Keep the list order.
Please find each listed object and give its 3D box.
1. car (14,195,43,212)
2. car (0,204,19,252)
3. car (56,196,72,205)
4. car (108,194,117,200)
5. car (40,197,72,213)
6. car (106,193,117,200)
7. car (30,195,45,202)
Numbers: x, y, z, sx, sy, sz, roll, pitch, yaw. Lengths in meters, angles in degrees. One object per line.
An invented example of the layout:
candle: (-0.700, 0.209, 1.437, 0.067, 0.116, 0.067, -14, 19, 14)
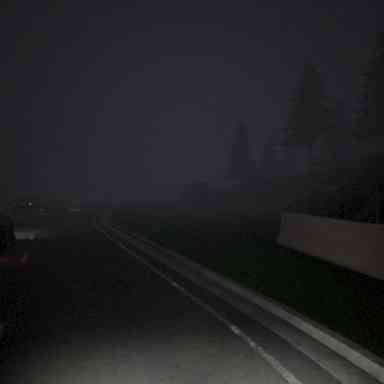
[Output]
car: (-18.821, 1.365, 38.274, 2.097, 1.767, 4.553, -1, 0, -11)
car: (-8.442, 1.506, 13.554, 1.882, 1.535, 5.008, -1, 0, -23)
car: (-22.989, 1.497, 59.867, 1.994, 1.385, 4.181, -1, 0, -11)
car: (-21.617, 1.243, 90.598, 2.128, 1.511, 4.902, -1, 0, -11)
car: (-15.042, 1.446, 37.133, 1.882, 1.535, 5.008, -1, 0, -11)
car: (-19.945, 1.107, 81.638, 2.097, 1.767, 4.553, -1, 0, -11)
car: (-33.396, 1.399, 71.973, 1.895, 1.301, 4.718, -1, 0, -11)
